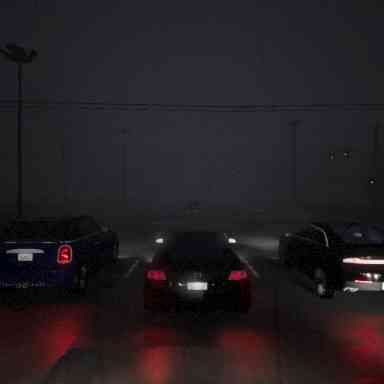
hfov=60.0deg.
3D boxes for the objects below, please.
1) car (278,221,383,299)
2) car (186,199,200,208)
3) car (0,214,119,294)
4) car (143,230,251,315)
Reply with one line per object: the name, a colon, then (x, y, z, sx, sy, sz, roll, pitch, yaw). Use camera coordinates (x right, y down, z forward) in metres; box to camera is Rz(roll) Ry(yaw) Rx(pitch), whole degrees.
car: (3.595, 1.492, 8.447, 2.128, 1.511, 4.902, 0, 0, 0)
car: (0.078, 1.601, 46.410, 1.895, 1.301, 4.718, 0, 0, 0)
car: (-3.406, 1.352, 8.929, 2.097, 1.767, 4.553, 0, 0, 0)
car: (0.092, 1.564, 7.636, 1.994, 1.385, 4.181, 0, 0, 0)
